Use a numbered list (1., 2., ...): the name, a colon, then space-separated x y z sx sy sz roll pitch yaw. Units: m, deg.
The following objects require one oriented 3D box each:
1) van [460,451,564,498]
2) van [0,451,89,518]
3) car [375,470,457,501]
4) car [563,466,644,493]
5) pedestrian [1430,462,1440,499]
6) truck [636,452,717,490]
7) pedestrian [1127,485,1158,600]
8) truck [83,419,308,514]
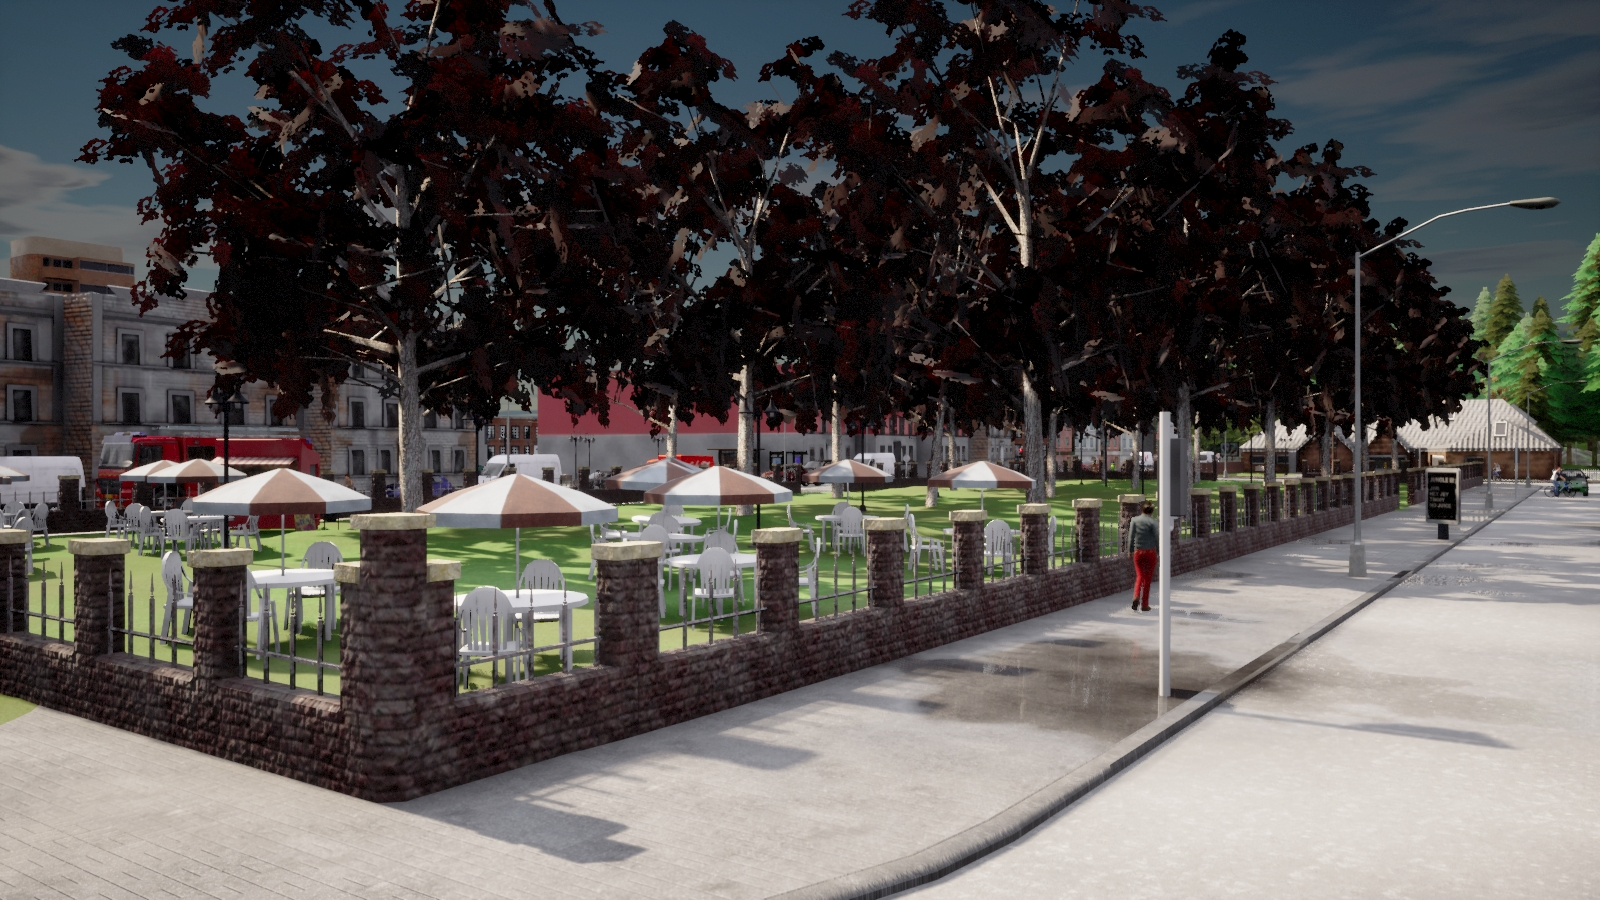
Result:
1. van: -16.329 1.314 65.083 1.988 2.561 5.915 0 0 35
2. van: -31.034 1.314 43.988 1.988 2.561 5.915 0 0 35
3. car: -20.045 1.818 59.739 1.845 1.501 3.633 0 0 35
4. car: -12.166 1.814 71.050 2.097 1.535 5.006 0 0 35
5. pedestrian: 31.898 1.525 57.405 0.375 1.860 0.375 0 0 35
6. truck: -8.233 1.348 76.671 2.627 2.467 5.204 0 0 35
7. pedestrian: 5.670 1.525 18.904 0.375 1.860 0.375 0 0 37
8. truck: -26.598 0.670 50.778 2.891 3.827 8.468 0 0 35
